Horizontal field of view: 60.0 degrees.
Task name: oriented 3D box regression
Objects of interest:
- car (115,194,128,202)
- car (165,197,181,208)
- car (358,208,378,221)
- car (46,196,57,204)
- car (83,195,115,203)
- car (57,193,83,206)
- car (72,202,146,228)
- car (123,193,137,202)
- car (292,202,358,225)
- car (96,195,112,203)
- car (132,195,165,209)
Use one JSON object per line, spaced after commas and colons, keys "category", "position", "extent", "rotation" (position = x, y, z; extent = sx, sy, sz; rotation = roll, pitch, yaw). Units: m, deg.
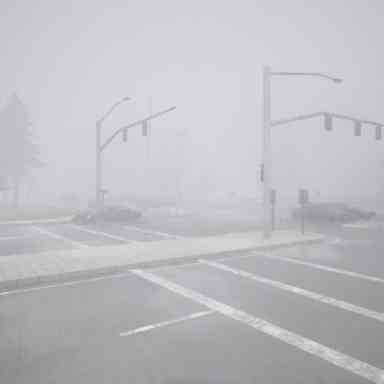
{"category": "car", "position": [-13.254, 1.504, 56.924], "extent": [1.837, 1.490, 4.892], "rotation": [0, 0, -35]}
{"category": "car", "position": [-3.455, 1.505, 49.028], "extent": [1.837, 1.490, 4.892], "rotation": [0, 0, -35]}
{"category": "car", "position": [11.982, 1.547, 27.026], "extent": [2.033, 1.411, 5.357], "rotation": [0, 0, -35]}
{"category": "car", "position": [-26.827, 1.546, 64.224], "extent": [1.994, 1.385, 4.181], "rotation": [0, 0, -35]}
{"category": "car", "position": [-12.035, 1.505, 42.973], "extent": [1.837, 1.490, 4.892], "rotation": [0, 0, -35]}
{"category": "car", "position": [-20.018, 1.222, 54.403], "extent": [2.150, 2.045, 5.566], "rotation": [0, 0, -33]}
{"category": "car", "position": [-5.698, 1.601, 22.703], "extent": [1.895, 1.301, 4.718], "rotation": [0, 0, 36]}
{"category": "car", "position": [-10.940, 1.221, 59.723], "extent": [2.150, 2.045, 5.566], "rotation": [0, 0, -35]}
{"category": "car", "position": [9.464, 1.564, 24.522], "extent": [1.994, 1.385, 4.181], "rotation": [0, 0, -35]}
{"category": "car", "position": [-18.857, 1.444, 71.146], "extent": [1.882, 1.535, 5.008], "rotation": [0, 0, -35]}
{"category": "car", "position": [-6.237, 1.505, 46.899], "extent": [1.837, 1.490, 4.892], "rotation": [0, 0, -35]}
